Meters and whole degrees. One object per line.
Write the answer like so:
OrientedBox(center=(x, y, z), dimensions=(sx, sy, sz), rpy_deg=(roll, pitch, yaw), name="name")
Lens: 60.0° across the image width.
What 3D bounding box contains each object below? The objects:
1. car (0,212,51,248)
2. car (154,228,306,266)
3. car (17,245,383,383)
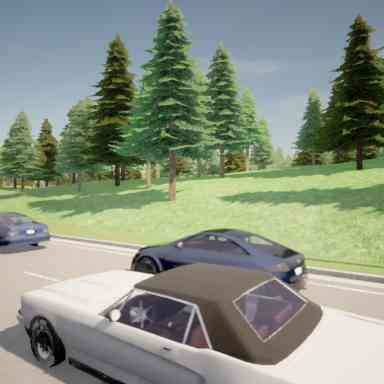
OrientedBox(center=(-8.127, 1.548, 14.014), dimensions=(5.357, 1.411, 2.033), rpy_deg=(0, 0, 36), name="car")
OrientedBox(center=(0.531, 1.564, 7.899), dimensions=(4.181, 1.385, 1.994), rpy_deg=(0, 0, 35), name="car")
OrientedBox(center=(-0.125, 1.601, 4.075), dimensions=(4.718, 1.301, 1.895), rpy_deg=(0, 0, 35), name="car")
